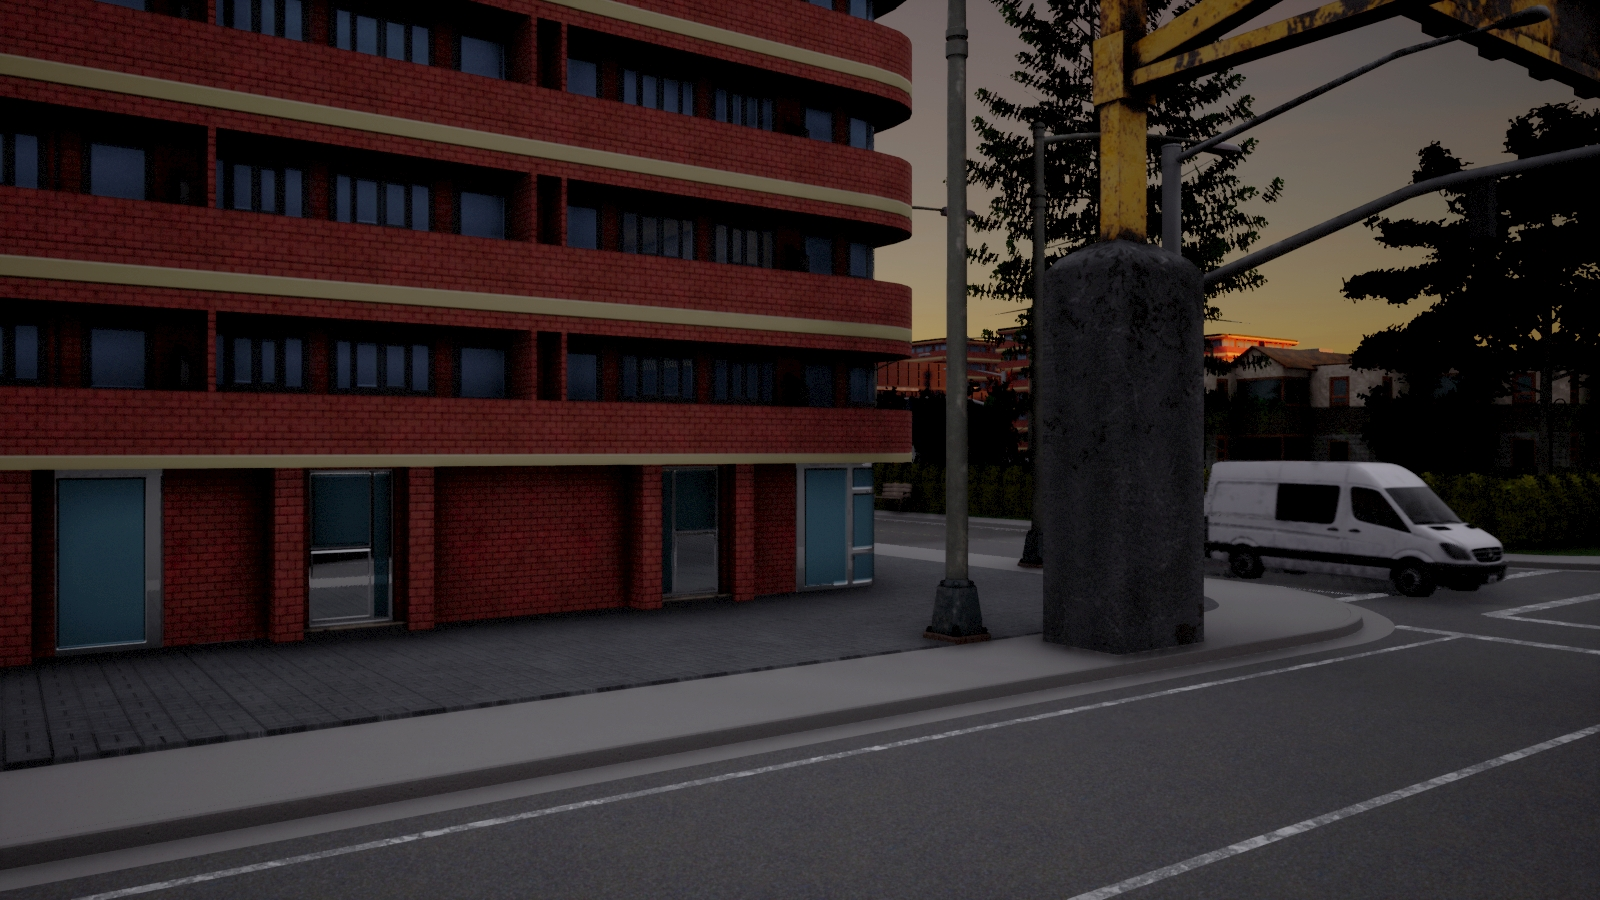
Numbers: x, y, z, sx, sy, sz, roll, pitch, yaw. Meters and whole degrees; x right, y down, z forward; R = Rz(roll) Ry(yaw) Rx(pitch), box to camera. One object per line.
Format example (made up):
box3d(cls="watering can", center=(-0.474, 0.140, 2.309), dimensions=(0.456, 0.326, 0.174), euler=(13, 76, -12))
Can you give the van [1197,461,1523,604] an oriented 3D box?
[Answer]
box3d(cls="van", center=(11.355, 1.524, 23.749), dimensions=(1.988, 2.561, 5.915), euler=(0, 0, -32))
